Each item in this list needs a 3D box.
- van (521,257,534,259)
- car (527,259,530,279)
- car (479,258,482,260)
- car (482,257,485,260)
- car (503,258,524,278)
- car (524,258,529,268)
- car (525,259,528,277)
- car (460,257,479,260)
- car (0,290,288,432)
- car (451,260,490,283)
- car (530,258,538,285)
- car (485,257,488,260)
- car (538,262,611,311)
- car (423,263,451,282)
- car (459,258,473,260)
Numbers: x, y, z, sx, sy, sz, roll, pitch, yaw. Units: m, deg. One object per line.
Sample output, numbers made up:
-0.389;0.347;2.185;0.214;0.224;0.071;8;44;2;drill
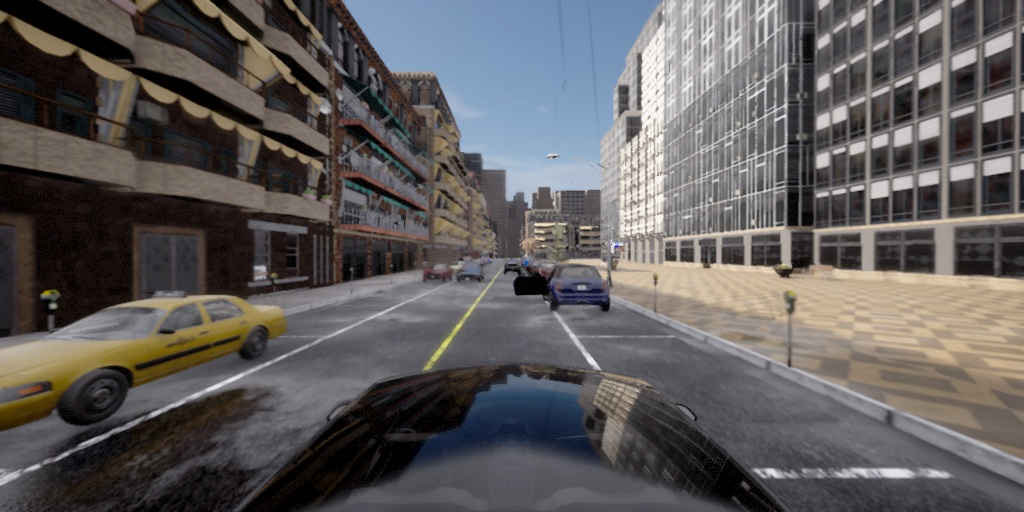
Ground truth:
2.679;1.015;55.630;1.690;1.789;3.998;0;0;0;van
2.682;1.223;33.694;1.751;1.417;4.829;0;0;0;car
-5.700;1.228;50.103;2.007;1.370;4.403;0;0;0;car
-5.702;1.224;55.629;2.007;1.370;4.403;0;0;0;car
0.042;1.196;39.301;1.837;1.490;4.892;0;0;0;car
2.680;1.267;44.577;1.802;1.307;4.207;0;0;0;car
2.681;1.273;39.051;1.802;1.307;4.207;0;0;0;car
-5.700;0.999;44.576;2.192;1.841;5.009;0;0;0;car
-5.692;1.267;5.720;1.751;1.417;4.829;0;0;0;car
-3.104;1.252;27.895;2.033;1.411;5.357;0;0;0;car
2.684;1.145;27.997;1.967;1.591;4.097;0;0;0;car
-5.703;1.109;61.155;1.967;1.591;4.097;0;0;0;car
2.386;1.078;14.383;2.097;1.767;4.553;0;0;0;car
-5.697;1.250;27.996;1.888;1.381;4.507;0;0;0;car
-5.699;1.216;38.880;1.751;1.417;4.829;0;0;0;car
